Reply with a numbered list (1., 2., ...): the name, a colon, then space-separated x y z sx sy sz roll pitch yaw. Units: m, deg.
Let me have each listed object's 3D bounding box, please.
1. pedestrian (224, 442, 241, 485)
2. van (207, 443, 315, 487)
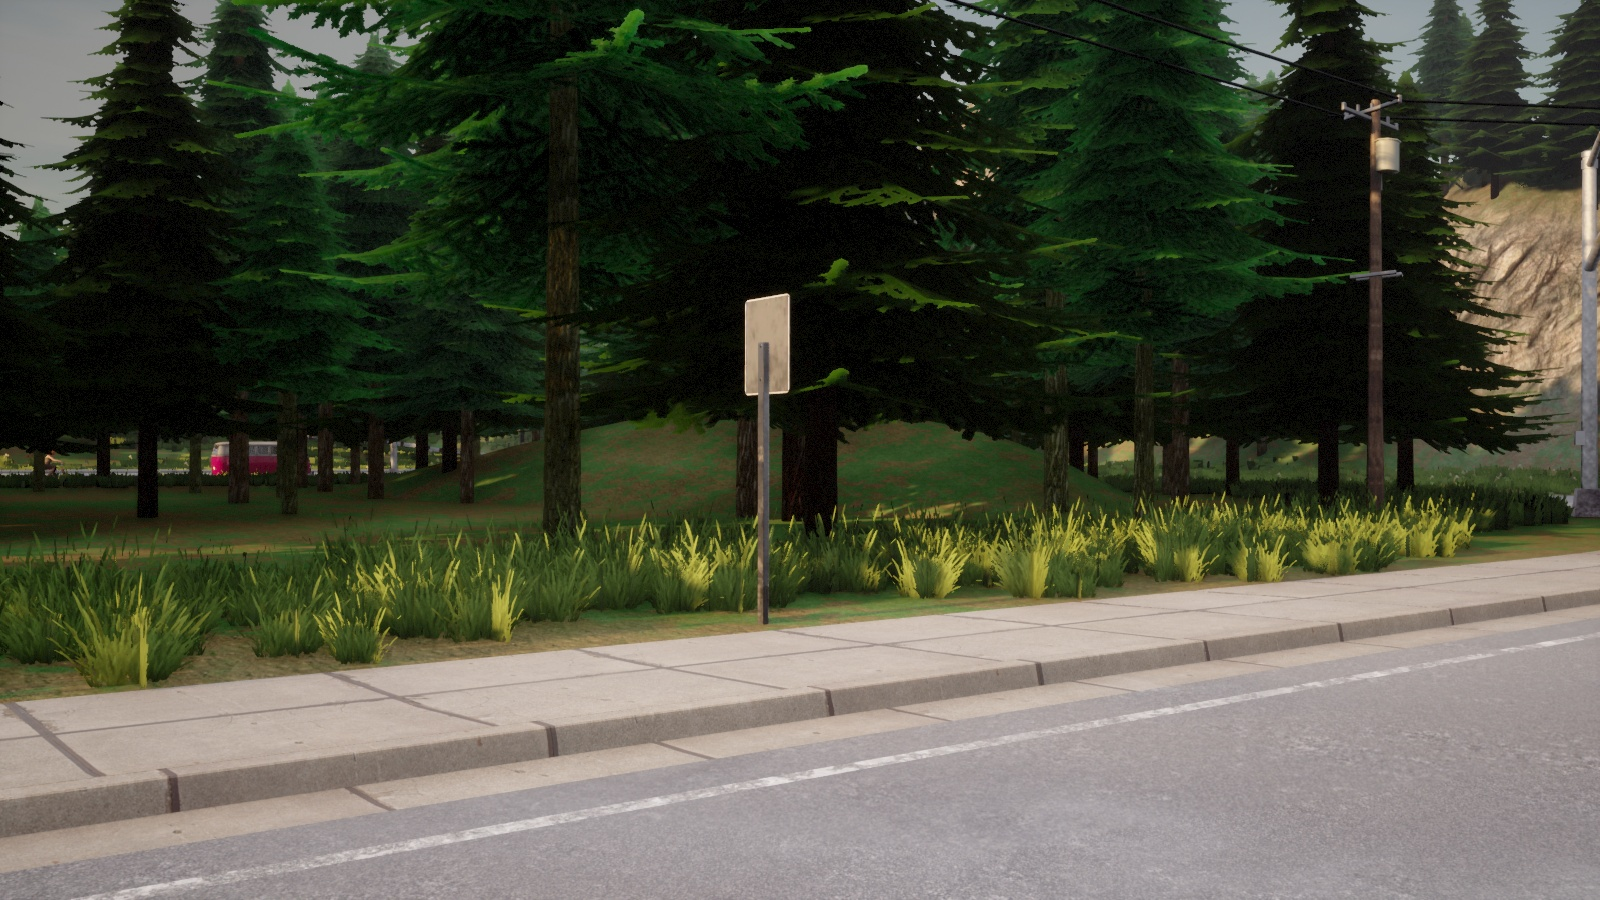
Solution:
1. pedestrian: -24.650 0.593 54.560 0.634 1.846 0.331 0 0 -39
2. van: -25.500 0.697 59.442 4.442 1.987 1.775 0 0 -35
